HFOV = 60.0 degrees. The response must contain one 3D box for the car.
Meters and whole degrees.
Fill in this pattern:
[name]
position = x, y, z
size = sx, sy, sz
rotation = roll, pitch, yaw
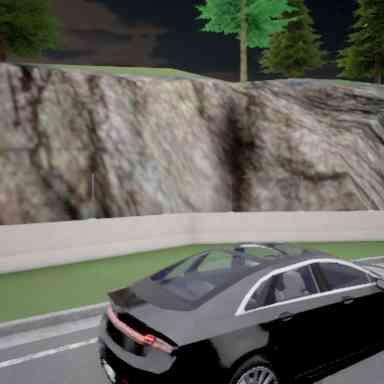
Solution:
[car]
position = 1.253, 1.460, 4.471
size = 4.902, 1.511, 2.128
rotation = -1, 0, -32
